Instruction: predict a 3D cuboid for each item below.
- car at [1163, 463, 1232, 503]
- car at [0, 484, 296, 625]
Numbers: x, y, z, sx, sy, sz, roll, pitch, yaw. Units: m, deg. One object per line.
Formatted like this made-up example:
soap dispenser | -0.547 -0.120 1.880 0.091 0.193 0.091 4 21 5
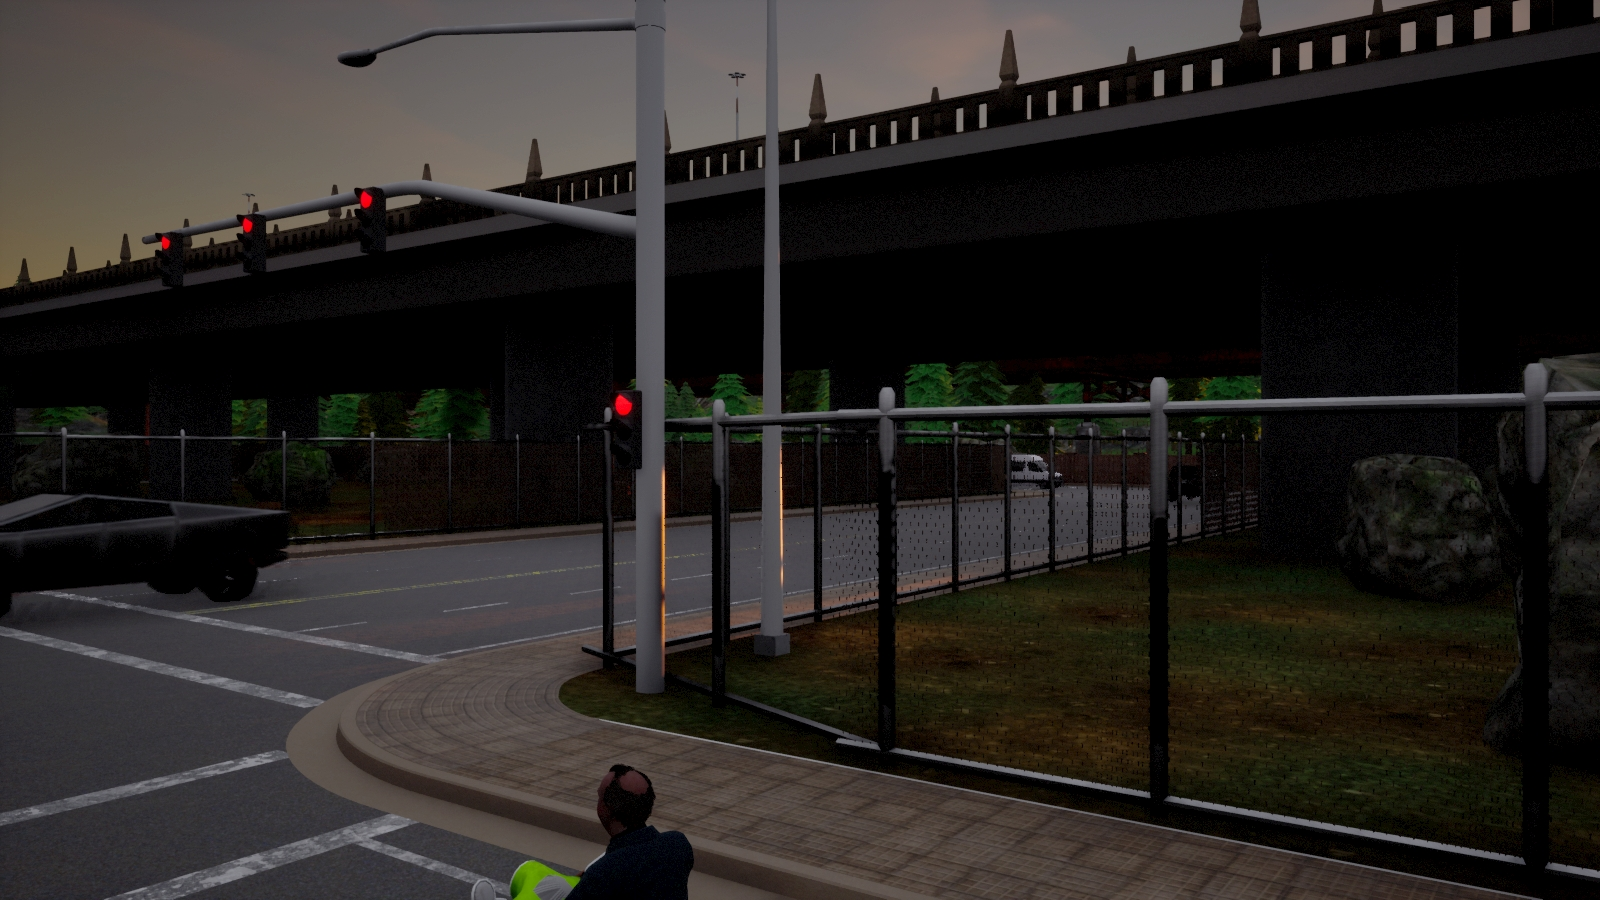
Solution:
car | 22.101 1.780 63.424 2.150 2.045 5.566 0 0 35
car | -12.614 1.742 20.384 2.390 2.098 6.274 0 0 35
